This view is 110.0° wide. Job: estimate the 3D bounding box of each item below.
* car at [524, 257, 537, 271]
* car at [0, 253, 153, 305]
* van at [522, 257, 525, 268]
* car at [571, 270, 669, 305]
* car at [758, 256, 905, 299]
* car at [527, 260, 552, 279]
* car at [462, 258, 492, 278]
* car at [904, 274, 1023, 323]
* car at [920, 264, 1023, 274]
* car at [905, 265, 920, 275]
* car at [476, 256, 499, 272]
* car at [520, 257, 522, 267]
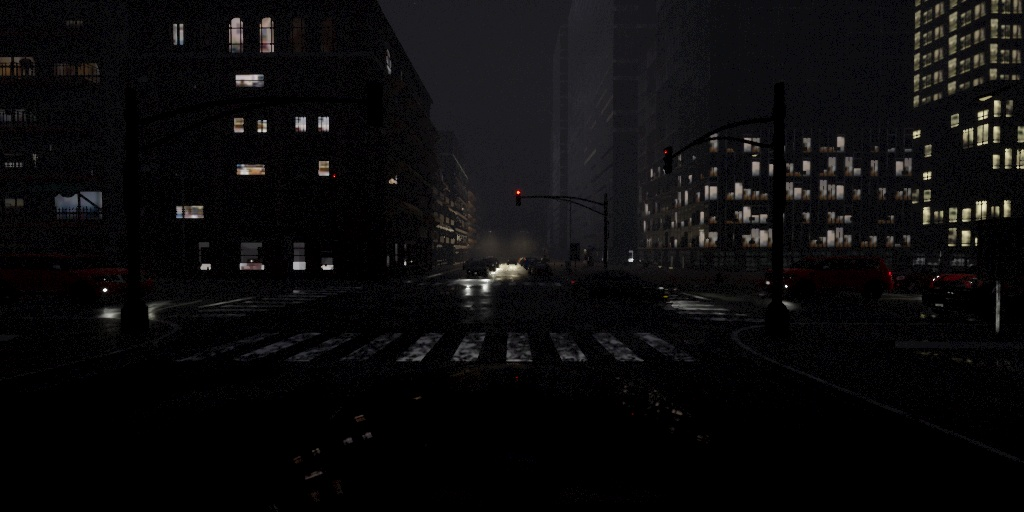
[{"bbox_3d":[2.633,1.159,38.114,1.967,1.591,4.097,0,0,0],"label":"car"},{"bbox_3d":[-18.849,0.911,15.336,5.566,2.045,2.150,0,1,1],"label":"car"},{"bbox_3d":[2.626,1.045,49.406,1.690,1.789,3.998,0,0,0],"label":"van"},{"bbox_3d":[4.775,1.320,16.130,4.181,1.385,1.994,1,1,24],"label":"car"},{"bbox_3d":[15.704,1.020,18.088,5.566,2.045,2.150,0,1,1],"label":"car"},{"bbox_3d":[2.637,1.272,32.468,1.888,1.381,4.507,0,0,0],"label":"car"},{"bbox_3d":[-3.128,1.230,33.000,1.837,1.490,4.892,0,0,0],"label":"car"},{"bbox_3d":[16.708,1.445,12.170,4.403,1.370,2.007,0,0,1],"label":"car"},{"bbox_3d":[24.095,1.189,17.978,4.553,1.767,2.097,0,1,1],"label":"car"},{"bbox_3d":[23.361,1.230,20.722,4.097,1.591,1.967,0,0,1],"label":"car"},{"bbox_3d":[-3.122,1.060,45.690,2.097,1.767,4.553,0,0,0],"label":"car"},{"bbox_3d":[2.622,1.240,55.052,1.888,1.381,4.507,0,0,0],"label":"car"}]
